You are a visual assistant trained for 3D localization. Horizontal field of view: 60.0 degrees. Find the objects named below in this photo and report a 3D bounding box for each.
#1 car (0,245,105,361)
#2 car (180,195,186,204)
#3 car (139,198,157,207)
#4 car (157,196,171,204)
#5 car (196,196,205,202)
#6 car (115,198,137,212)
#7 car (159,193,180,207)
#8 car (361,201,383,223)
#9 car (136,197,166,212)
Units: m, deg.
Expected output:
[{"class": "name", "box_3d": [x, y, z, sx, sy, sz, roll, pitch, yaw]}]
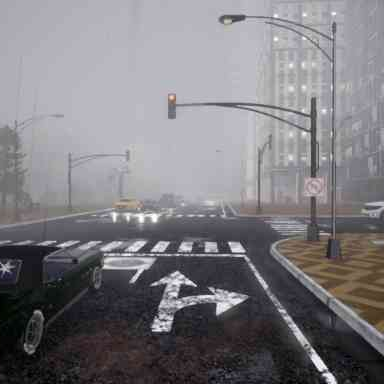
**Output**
[{"class": "car", "box_3d": [-3.043, 1.600, 5.946, 1.895, 1.301, 4.718, 0, 0, 1]}, {"class": "car", "box_3d": [-2.371, 1.349, 65.319, 2.097, 1.767, 4.553, 0, 0, 5]}, {"class": "car", "box_3d": [-6.789, 1.592, 51.555, 1.895, 1.301, 4.718, 0, 0, 5]}, {"class": "car", "box_3d": [-5.542, 1.560, 66.285, 1.994, 1.385, 4.181, 0, 0, 6]}, {"class": "car", "box_3d": [1.972, 1.546, 78.562, 2.033, 1.411, 5.357, 0, 0, 5]}, {"class": "car", "box_3d": [-7.728, 1.468, 39.725, 1.882, 1.535, 5.008, 0, 0, 5]}, {"class": "car", "box_3d": [-3.620, 1.215, 50.395, 2.150, 2.045, 5.566, 0, 0, 5]}, {"class": "car", "box_3d": [14.830, 1.059, 22.949, 5.566, 2.045, 2.150, 0, 0, 5]}, {"class": "car", "box_3d": [-4.602, 1.592, 37.969, 1.895, 1.301, 4.718, 0, 0, 4]}]
